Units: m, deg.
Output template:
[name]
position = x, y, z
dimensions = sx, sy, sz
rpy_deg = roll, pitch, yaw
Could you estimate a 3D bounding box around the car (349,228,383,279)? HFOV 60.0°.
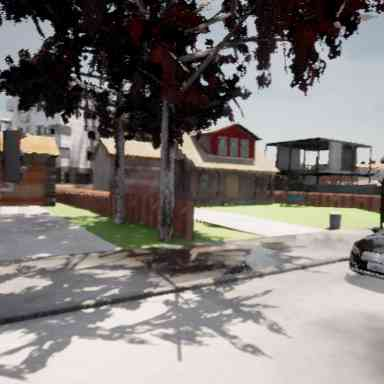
[car]
position = 6.116, 1.419, 8.708
dimensions = 4.902, 1.511, 2.128
rpy_deg = 1, 2, -34
